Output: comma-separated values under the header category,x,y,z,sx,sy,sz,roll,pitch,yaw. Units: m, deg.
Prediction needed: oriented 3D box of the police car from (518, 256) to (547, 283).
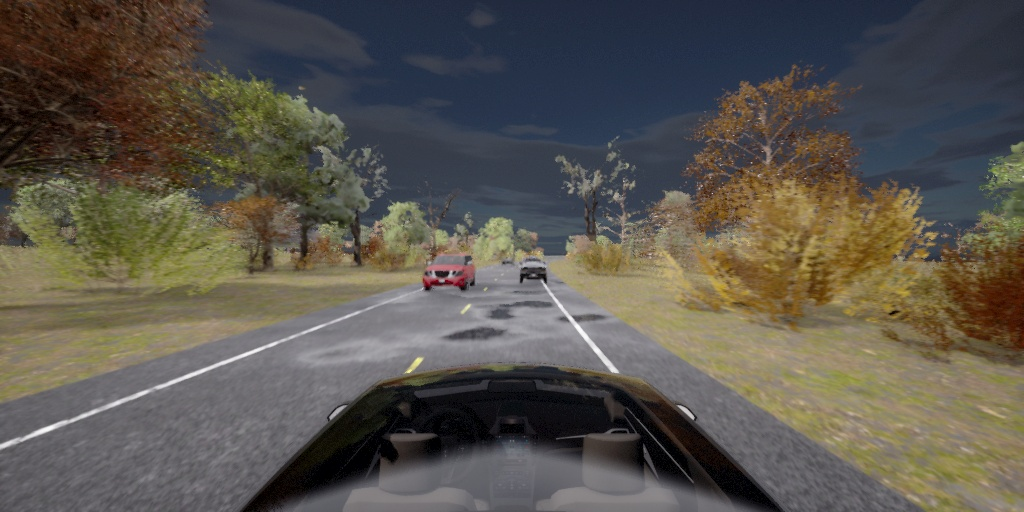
category,x,y,z,sx,sy,sz,roll,pitch,yaw
police car,1.491,1.018,25.825,1.930,1.638,5.238,0,0,2

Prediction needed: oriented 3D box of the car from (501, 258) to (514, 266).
category,x,y,z,sx,sy,sz,roll,pitch,yaw
car,-0.723,1.022,61.460,1.895,1.301,4.718,0,0,6

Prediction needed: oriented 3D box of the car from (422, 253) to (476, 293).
category,x,y,z,sx,sy,sz,roll,pitch,yaw
car,-3.325,0.833,20.108,2.150,2.045,5.566,0,0,2
